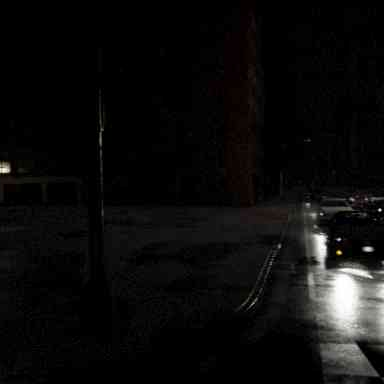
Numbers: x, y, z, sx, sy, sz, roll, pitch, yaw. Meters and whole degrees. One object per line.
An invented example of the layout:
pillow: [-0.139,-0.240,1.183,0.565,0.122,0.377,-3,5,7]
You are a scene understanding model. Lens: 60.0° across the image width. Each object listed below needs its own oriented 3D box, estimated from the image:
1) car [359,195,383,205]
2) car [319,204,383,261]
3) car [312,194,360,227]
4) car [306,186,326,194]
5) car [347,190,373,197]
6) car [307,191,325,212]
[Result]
car: [12.040,1.054,20.731,1.895,1.301,4.718,-1,1,18]
car: [5.391,1.313,10.861,1.994,1.385,4.181,-1,1,19]
car: [8.022,1.084,18.923,1.812,1.442,4.674,-1,1,18]
car: [16.219,0.198,43.689,2.150,2.045,5.566,-1,1,18]
car: [15.174,0.579,30.316,2.097,1.767,4.553,-1,1,18]
car: [11.108,0.899,28.316,1.994,1.385,4.181,-1,1,19]
